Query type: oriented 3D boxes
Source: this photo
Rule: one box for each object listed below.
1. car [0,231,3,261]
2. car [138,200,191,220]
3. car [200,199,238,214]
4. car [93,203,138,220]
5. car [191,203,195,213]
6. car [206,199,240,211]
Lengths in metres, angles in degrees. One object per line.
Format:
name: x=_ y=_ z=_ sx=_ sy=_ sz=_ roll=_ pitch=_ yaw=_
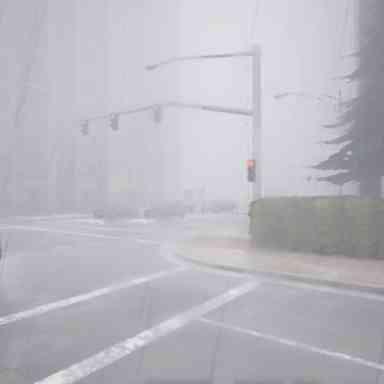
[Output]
car: x=-7.543 y=1.263 z=9.367 sx=5.566 sy=2.045 sz=2.150 roll=0 pitch=0 yaw=35
car: x=-2.370 y=1.632 z=29.348 sx=1.994 sy=1.385 sz=4.181 roll=0 pitch=0 yaw=36
car: x=2.820 y=1.560 z=36.455 sx=2.128 sy=1.511 sz=4.902 roll=0 pitch=0 yaw=36
car: x=-6.643 y=1.645 z=29.429 sx=1.994 sy=1.385 sz=4.181 roll=0 pitch=0 yaw=36
car: x=-1.477 y=1.607 z=36.499 sx=1.812 sy=1.442 sz=4.674 roll=0 pitch=0 yaw=36
car: x=4.186 y=1.628 z=44.224 sx=2.033 sy=1.411 sz=5.357 roll=0 pitch=0 yaw=36
